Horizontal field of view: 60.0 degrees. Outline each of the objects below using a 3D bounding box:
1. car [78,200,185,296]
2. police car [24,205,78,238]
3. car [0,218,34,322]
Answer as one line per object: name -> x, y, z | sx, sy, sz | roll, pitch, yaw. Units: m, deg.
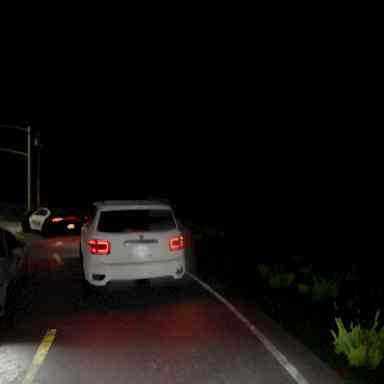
car -> -1.859, 1.216, 9.022 | 2.150, 2.045, 5.566 | 0, 0, -19
police car -> -7.490, 1.493, 17.841 | 2.038, 1.542, 4.974 | 0, 0, -43
car -> -4.569, 1.521, 6.946 | 1.812, 1.442, 4.674 | 0, 0, -21
